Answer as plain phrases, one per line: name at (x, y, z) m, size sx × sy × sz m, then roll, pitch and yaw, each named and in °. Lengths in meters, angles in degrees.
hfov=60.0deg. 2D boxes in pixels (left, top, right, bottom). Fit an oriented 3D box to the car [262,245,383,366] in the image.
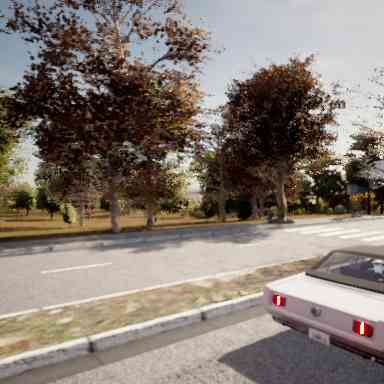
car at (3.461, 1.588, 5.616) m, size 4.718 × 1.301 × 1.895 m, roll 0°, pitch 0°, yaw -36°
